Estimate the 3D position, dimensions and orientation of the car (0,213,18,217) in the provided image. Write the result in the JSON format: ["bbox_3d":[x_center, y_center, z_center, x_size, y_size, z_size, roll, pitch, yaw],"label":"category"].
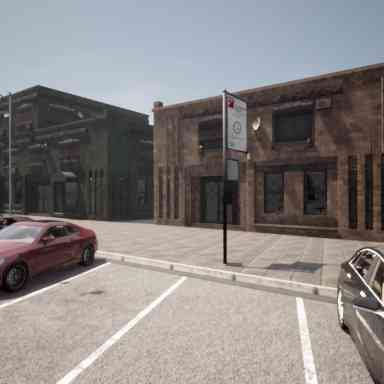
[{"bbox_3d":[-6.809,1.518,10.888,2.163,1.488,4.792,1,-1,16],"label":"car"}]

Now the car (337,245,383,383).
[{"bbox_3d":[2.984,1.487,3.967,2.231,1.521,4.892,1,-1,15],"label":"car"}]

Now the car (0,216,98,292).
[{"bbox_3d":[-4.356,1.527,9.176,2.002,1.452,4.674,1,-1,15],"label":"car"}]
